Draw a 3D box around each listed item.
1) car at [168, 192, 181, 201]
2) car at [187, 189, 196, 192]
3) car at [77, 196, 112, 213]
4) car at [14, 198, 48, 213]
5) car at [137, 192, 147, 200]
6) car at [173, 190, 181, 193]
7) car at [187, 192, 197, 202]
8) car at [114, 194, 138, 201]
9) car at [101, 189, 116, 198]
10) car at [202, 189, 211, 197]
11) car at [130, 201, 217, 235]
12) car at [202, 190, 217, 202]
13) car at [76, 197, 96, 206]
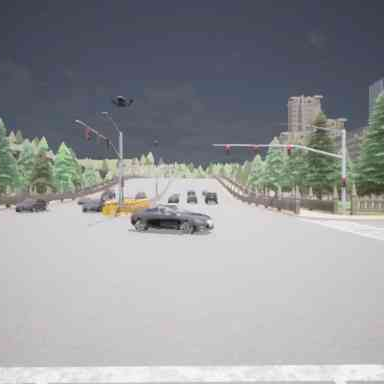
[{"bbox_3d":[-3.480,1.282,63.716,1.994,1.385,4.181,0,3,0],"label":"car"},{"bbox_3d":[-0.160,0.099,78.461,1.882,1.535,5.008,0,7,0],"label":"car"},{"bbox_3d":[-10.594,1.496,36.533,1.837,1.490,4.892,0,0,0],"label":"car"},{"bbox_3d":[-17.598,1.496,36.664,1.837,1.490,4.892,0,0,0],"label":"car"},{"bbox_3d":[-10.606,0.773,68.477,2.097,1.767,4.553,0,3,0],"label":"car"},{"bbox_3d":[-3.660,0.210,78.515,1.895,1.301,4.718,0,7,0],"label":"car"},{"bbox_3d":[0.024,1.253,63.077,1.837,1.490,4.892,0,2,0],"label":"car"},{"bbox_3d":[-10.615,1.470,53.541,2.128,1.511,4.902,0,0,0],"label":"car"},{"bbox_3d":[-17.616,0.478,70.316,2.150,2.045,5.566,0,3,0],"label":"car"},{"bbox_3d":[3.343,0.197,77.987,1.812,1.442,4.674,0,7,0],"label":"car"},{"bbox_3d":[-1.189,1.487,18.585,4.902,1.511,2.128,0,0,27],"label":"car"},{"bbox_3d":[3.528,1.005,62.140,2.150,2.045,5.566,0,2,0],"label":"car"},{"bbox_3d":[-17.616,1.526,55.265,1.994,1.385,4.181,0,1,0],"label":"car"}]
